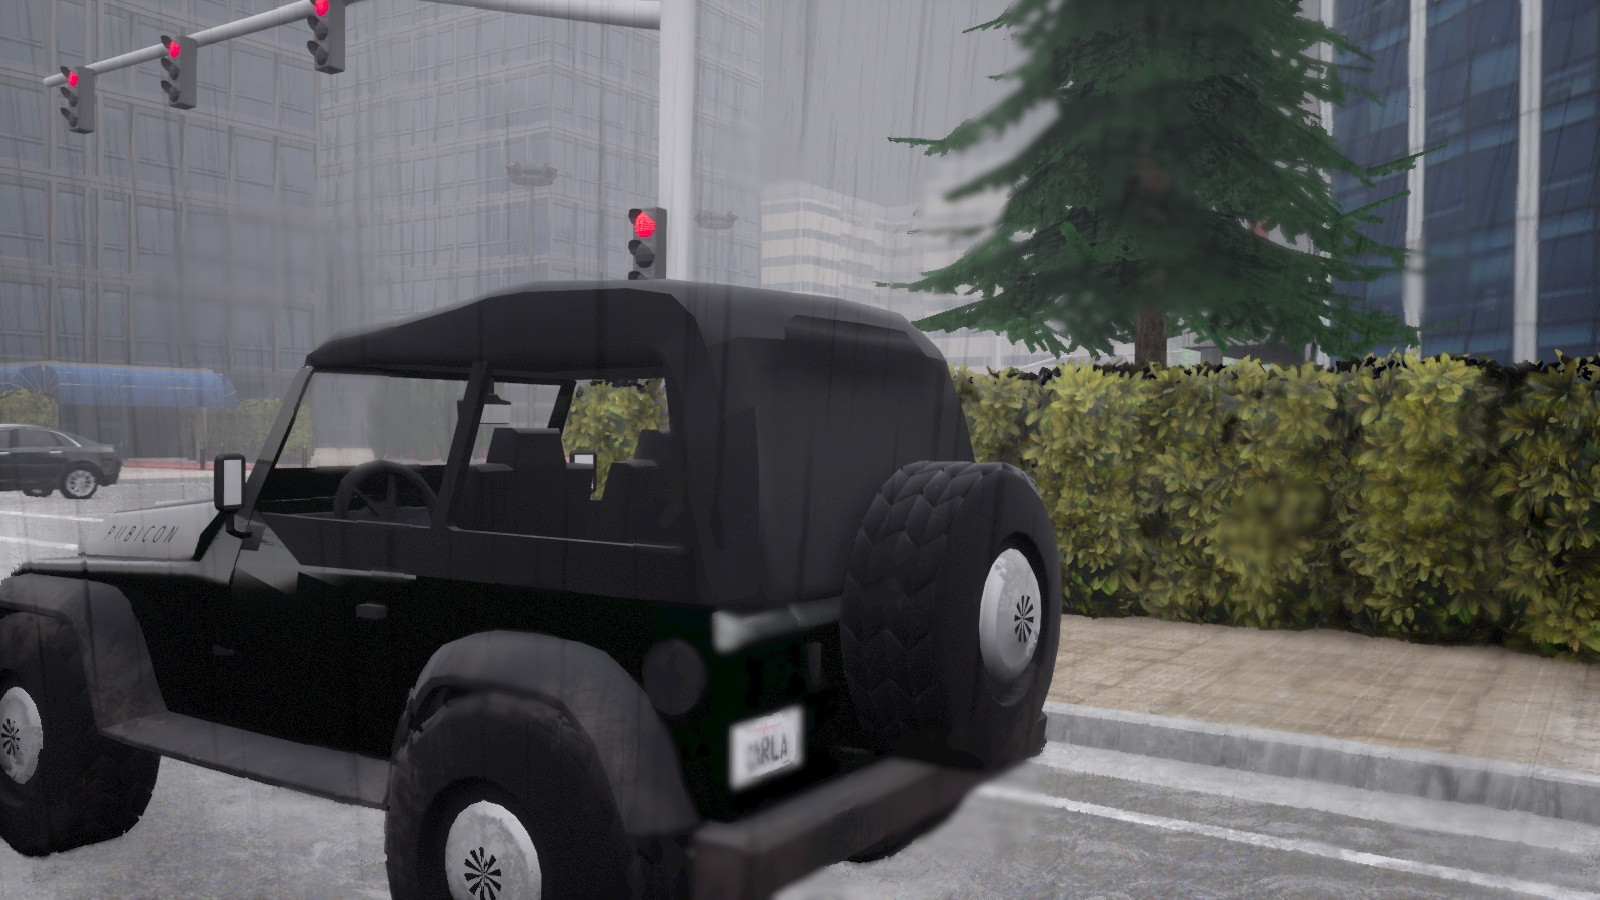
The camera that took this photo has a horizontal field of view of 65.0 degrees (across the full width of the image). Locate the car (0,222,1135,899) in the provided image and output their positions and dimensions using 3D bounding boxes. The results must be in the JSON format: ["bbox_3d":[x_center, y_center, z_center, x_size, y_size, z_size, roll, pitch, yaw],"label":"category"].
[{"bbox_3d":[-1.061,0.478,4.325,3.866,1.878,1.905,0,1,34],"label":"car"}]

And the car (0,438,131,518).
[{"bbox_3d":[-15.911,0.548,24.340,1.837,1.490,4.892,0,1,33],"label":"car"}]
